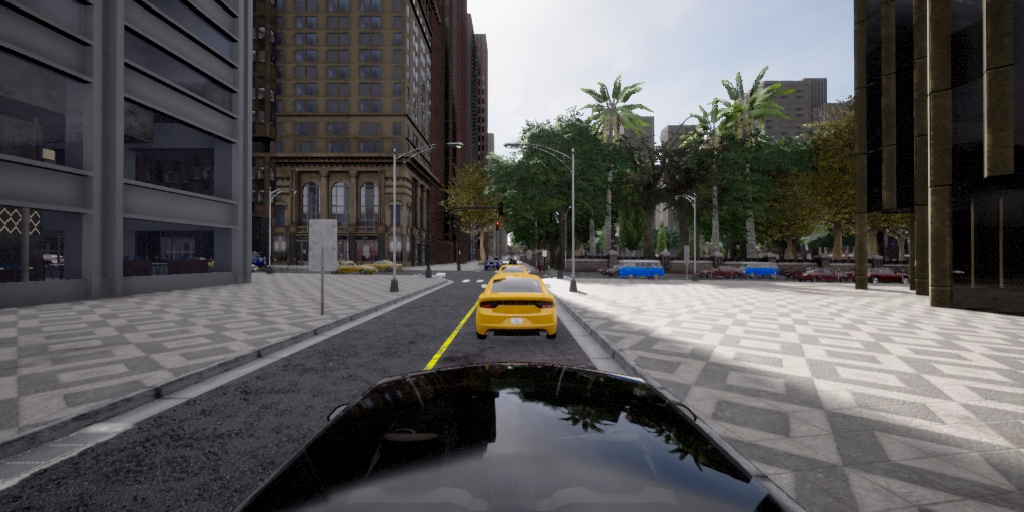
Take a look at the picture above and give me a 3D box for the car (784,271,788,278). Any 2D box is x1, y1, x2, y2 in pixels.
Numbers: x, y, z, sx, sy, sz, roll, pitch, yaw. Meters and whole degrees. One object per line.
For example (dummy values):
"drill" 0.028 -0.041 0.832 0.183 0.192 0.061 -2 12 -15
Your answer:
"car" 33.047 1.903 38.889 5.357 1.411 2.033 1 0 1

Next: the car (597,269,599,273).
"car" 11.985 1.605 41.690 4.207 1.307 1.802 0 0 0

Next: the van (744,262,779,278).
"van" 28.555 1.637 41.587 3.998 1.789 1.690 0 0 0

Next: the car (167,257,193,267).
"car" -37.780 0.775 42.001 4.313 1.339 1.948 0 0 0

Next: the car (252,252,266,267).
"car" -30.130 0.539 39.294 5.566 2.045 2.150 1 0 0

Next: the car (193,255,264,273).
"car" -26.314 0.868 33.404 4.829 1.417 1.751 0 0 0

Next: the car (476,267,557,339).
"car" 0.112 1.230 10.116 1.882 1.535 5.008 0 0 0

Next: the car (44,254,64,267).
"car" -43.496 0.509 33.511 4.097 1.591 1.967 0 0 0

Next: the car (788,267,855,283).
"car" 28.513 1.830 33.061 4.207 1.307 1.802 0 0 0

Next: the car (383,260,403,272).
"car" -15.270 1.102 41.860 4.829 1.417 1.751 0 0 0

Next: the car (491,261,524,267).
"car" 0.043 1.235 20.177 1.882 1.535 5.008 0 0 0

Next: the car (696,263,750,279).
"car" 22.603 1.709 38.963 4.674 1.442 1.812 1 0 0

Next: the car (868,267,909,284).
"car" 34.037 1.778 33.027 4.097 1.591 1.967 0 0 0

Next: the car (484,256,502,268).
"car" -2.973 1.036 54.571 2.150 2.045 5.566 0 0 0

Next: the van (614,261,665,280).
"van" 11.943 1.315 33.165 3.998 1.789 1.690 0 0 0

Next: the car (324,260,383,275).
"car" -14.974 1.053 33.333 4.829 1.417 1.751 0 0 0

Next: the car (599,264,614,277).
"car" 12.644 1.567 39.025 5.357 1.411 2.033 1 0 0
